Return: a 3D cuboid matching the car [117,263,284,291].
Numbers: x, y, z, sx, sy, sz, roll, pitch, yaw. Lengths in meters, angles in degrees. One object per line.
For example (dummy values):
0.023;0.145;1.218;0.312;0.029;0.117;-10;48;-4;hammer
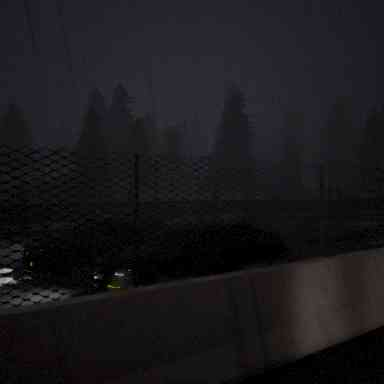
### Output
0.106;1.474;8.001;4.892;1.490;1.837;0;0;-32;car
